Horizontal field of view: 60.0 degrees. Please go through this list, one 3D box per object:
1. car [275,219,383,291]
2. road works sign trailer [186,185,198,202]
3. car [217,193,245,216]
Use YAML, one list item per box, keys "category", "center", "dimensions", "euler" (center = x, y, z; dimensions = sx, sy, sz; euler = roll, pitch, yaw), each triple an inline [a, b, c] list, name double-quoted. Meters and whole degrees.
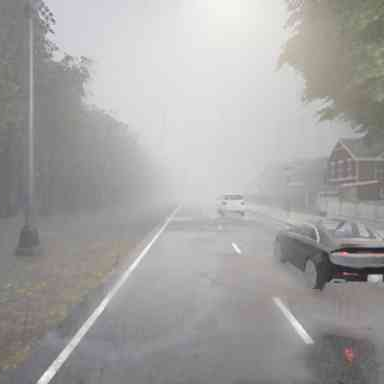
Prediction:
- category: "car"
  center: [3.598, 1.467, 8.943]
  dimensions: [2.128, 1.511, 4.902]
  euler: [0, 0, 0]
- category: "road works sign trailer"
  center: [0.007, 0.234, 71.244]
  dimensions: [2.380, 3.560, 2.880]
  euler: [0, 0, 0]
- category: "car"
  center: [3.600, 1.135, 31.268]
  dimensions: [2.150, 2.045, 5.566]
  euler: [0, 0, 0]
